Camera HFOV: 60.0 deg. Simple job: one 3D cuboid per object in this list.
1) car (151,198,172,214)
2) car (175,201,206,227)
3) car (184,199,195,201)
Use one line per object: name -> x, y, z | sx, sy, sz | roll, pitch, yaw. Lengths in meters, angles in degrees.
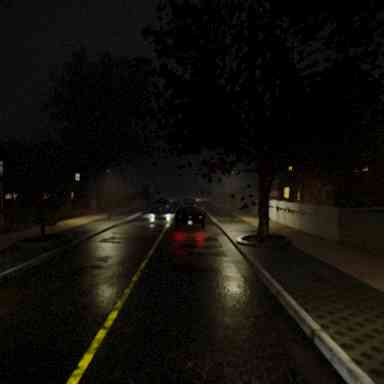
car -> -3.138, 1.386, 34.812 | 1.882, 1.535, 5.008 | 0, 0, -1
car -> -0.138, 1.529, 22.027 | 1.895, 1.301, 4.718 | 0, 0, -1
car -> -0.321, 1.465, 37.823 | 1.994, 1.385, 4.181 | 0, 0, -1
